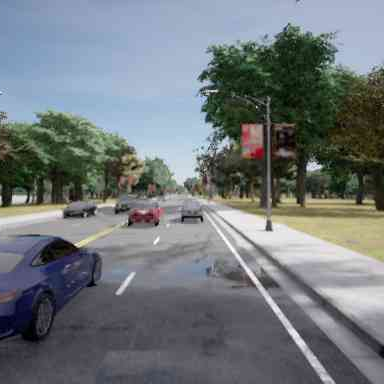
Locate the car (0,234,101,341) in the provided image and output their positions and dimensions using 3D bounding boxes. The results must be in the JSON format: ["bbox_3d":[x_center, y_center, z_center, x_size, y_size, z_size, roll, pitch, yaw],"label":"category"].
[{"bbox_3d":[-3.155,1.536,6.380,1.812,1.442,4.674,0,0,0],"label":"car"}]

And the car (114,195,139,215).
[{"bbox_3d":[-6.718,1.318,35.511,2.150,2.045,5.566,0,0,0],"label":"car"}]

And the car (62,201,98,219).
[{"bbox_3d":[-9.937,1.554,29.836,1.882,1.535,5.008,0,0,0],"label":"car"}]

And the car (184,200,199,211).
[{"bbox_3d":[-0.102,1.732,43.628,1.895,1.301,4.718,0,0,0],"label":"car"}]

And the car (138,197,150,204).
[{"bbox_3d":[-10.244,1.841,71.385,1.895,1.301,4.718,0,0,-1],"label":"car"}]

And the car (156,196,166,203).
[{"bbox_3d":[-7.067,1.656,76.599,1.837,1.490,4.892,0,0,-1],"label":"car"}]

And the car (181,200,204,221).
[{"bbox_3d":[0.020,1.618,27.817,2.033,1.411,5.357,0,0,0],"label":"car"}]

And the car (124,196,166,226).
[{"bbox_3d":[-3.208,1.409,23.883,2.097,1.767,4.553,0,0,0],"label":"car"}]
